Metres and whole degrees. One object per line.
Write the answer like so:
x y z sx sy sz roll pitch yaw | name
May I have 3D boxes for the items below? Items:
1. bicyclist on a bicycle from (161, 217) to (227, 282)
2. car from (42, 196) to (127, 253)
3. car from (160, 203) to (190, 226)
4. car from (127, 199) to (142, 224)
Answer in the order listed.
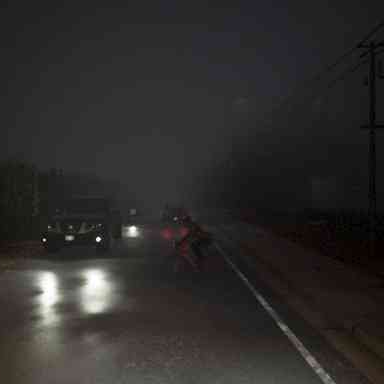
0.043 1.440 8.340 1.656 1.620 0.582 -1 0 -3 | bicyclist on a bicycle
-4.327 1.220 14.016 2.150 2.045 5.566 0 0 -4 | car
-1.194 1.486 23.543 2.128 1.511 4.902 0 0 -3 | car
-4.929 1.346 24.626 2.097 1.767 4.553 0 0 -3 | car
